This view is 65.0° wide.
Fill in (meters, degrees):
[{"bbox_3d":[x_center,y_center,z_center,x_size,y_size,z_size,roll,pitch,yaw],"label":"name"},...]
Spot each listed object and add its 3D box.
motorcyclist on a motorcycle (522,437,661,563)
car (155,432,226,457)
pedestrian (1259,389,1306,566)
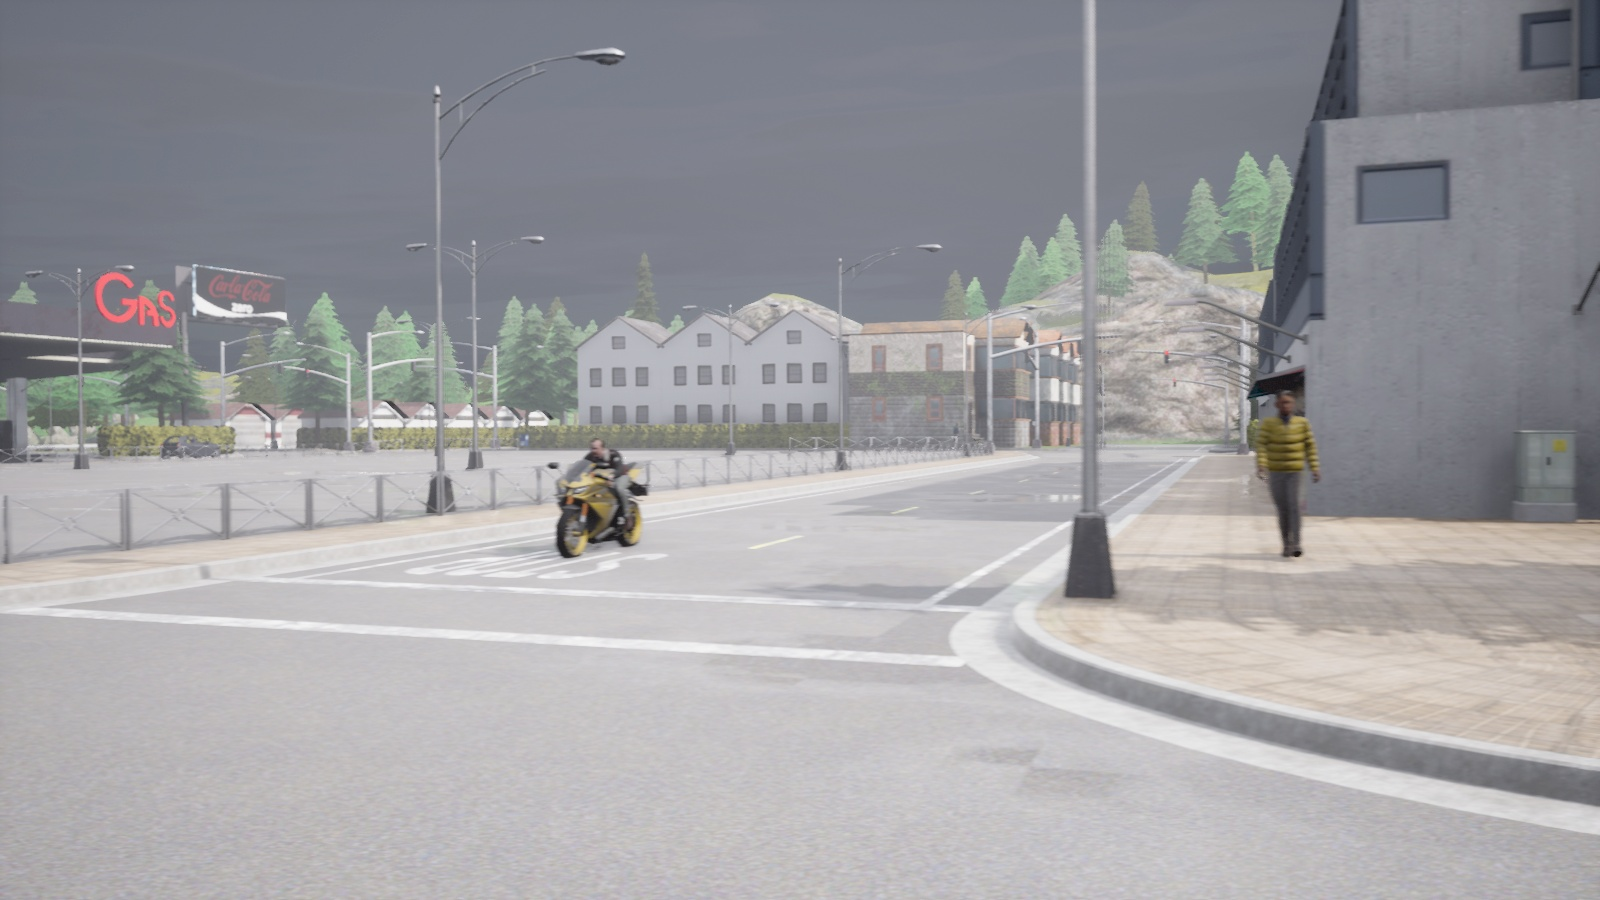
[{"bbox_3d":[-2.698,0.606,16.539,0.866,1.530,2.191,0,1,19],"label":"motorcyclist on a motorcycle"},{"bbox_3d":[-37.404,-0.353,77.126,1.845,1.501,3.633,0,1,19],"label":"car"},{"bbox_3d":[5.181,0.283,13.502,0.431,1.840,0.709,0,1,19],"label":"pedestrian"}]
